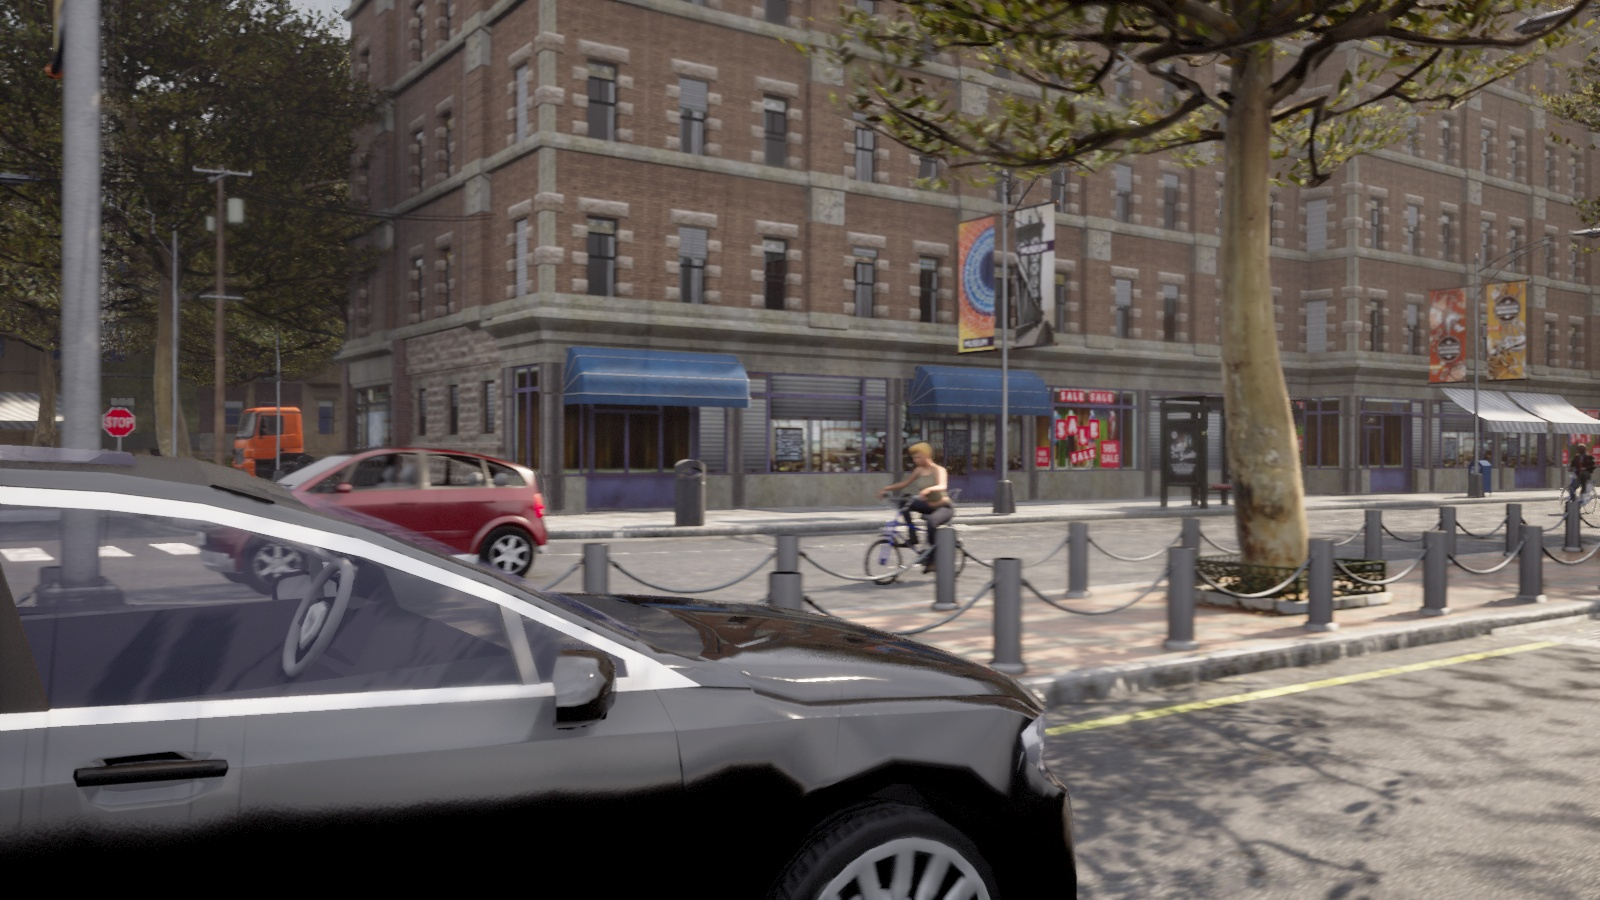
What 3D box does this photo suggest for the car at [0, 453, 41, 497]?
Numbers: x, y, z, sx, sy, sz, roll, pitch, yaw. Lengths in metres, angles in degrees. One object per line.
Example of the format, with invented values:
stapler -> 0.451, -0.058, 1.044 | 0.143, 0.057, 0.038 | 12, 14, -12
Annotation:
car -> -29.055, 0.893, 44.188 | 1.789, 1.549, 3.705 | 0, 0, 22

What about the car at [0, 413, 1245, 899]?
car -> -1.511, 0.711, 2.607 | 4.902, 1.511, 2.128 | 0, 0, -35

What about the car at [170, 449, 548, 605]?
car -> -4.947, 0.769, 14.227 | 3.705, 1.549, 1.789 | 0, 0, -35

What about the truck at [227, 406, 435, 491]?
truck -> -20.151, -0.062, 54.243 | 7.936, 3.462, 2.891 | 0, 0, -35

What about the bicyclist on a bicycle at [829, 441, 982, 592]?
bicyclist on a bicycle -> 1.201, 0.714, 14.236 | 1.509, 1.612, 0.866 | 0, 0, -35

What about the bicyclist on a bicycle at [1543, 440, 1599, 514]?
bicyclist on a bicycle -> 19.144, 0.651, 30.995 | 1.843, 1.776, 0.659 | 0, 0, -35
